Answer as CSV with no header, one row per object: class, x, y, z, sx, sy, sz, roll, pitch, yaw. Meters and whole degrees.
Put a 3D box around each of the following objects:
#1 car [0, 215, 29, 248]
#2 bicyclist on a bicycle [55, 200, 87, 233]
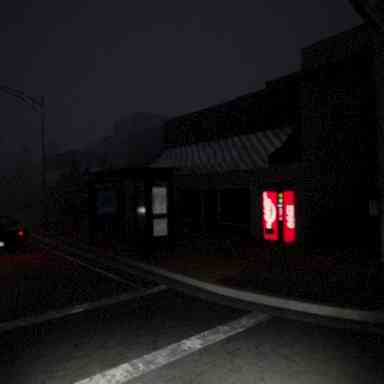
car,-8.249,1.599,13.624,1.895,1.301,4.718,-1,0,-40
bicyclist on a bicycle,-6.172,1.243,16.983,1.656,1.620,0.582,-2,0,-39
